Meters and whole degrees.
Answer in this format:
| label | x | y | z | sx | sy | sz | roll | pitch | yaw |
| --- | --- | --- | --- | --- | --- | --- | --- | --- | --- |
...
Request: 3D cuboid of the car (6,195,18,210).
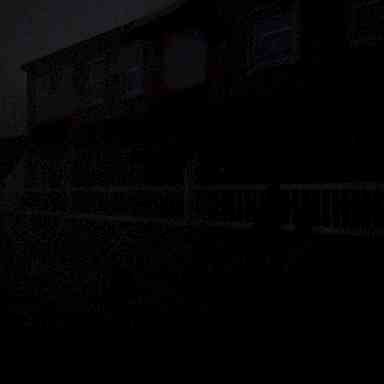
| label | x | y | z | sx | sy | sz | roll | pitch | yaw |
| --- | --- | --- | --- | --- | --- | --- | --- | --- | --- |
| car | -15.372 | 1.055 | 27.913 | 1.994 | 1.385 | 4.181 | 0 | 14 | 34 |
